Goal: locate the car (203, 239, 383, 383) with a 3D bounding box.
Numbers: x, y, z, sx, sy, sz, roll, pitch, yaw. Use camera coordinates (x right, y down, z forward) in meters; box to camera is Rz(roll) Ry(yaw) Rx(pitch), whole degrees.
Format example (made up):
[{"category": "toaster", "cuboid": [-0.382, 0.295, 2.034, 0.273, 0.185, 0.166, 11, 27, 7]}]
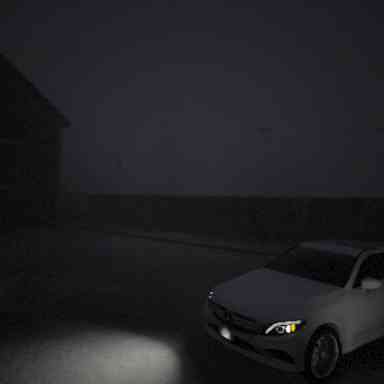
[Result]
[{"category": "car", "cuboid": [2.368, 1.572, 5.556, 4.674, 1.442, 1.812, 1, 0, -34]}]
